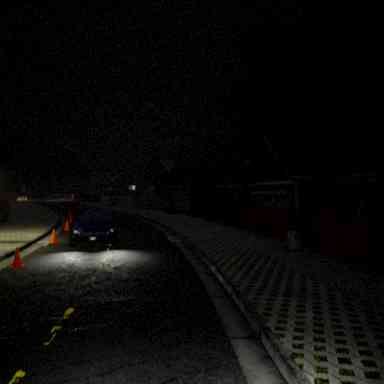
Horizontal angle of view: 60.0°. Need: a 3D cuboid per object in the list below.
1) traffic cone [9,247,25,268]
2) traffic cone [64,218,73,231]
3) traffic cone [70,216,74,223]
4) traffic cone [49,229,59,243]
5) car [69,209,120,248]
[{"bbox_3d":[-5.270,1.953,10.035,0.340,0.580,0.340,0,0,-9],"label":"traffic cone"},{"bbox_3d":[-7.319,1.950,19.503,0.340,0.580,0.340,0,0,-16],"label":"traffic cone"},{"bbox_3d":[-8.779,1.948,24.124,0.340,0.580,0.340,0,0,-19],"label":"traffic cone"},{"bbox_3d":[-6.148,1.952,14.801,0.340,0.580,0.340,0,0,-12],"label":"traffic cone"},{"bbox_3d":[-4.314,1.522,15.096,1.812,1.442,4.674,0,0,-12],"label":"car"}]
